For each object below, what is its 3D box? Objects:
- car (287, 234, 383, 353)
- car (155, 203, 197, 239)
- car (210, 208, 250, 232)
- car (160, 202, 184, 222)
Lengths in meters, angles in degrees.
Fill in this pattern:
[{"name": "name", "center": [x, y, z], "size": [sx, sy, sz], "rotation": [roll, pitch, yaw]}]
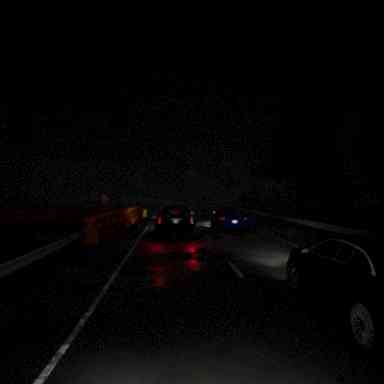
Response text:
[{"name": "car", "center": [3.284, 1.528, 6.205], "size": [2.128, 1.511, 4.902], "rotation": [0, 0, -2]}, {"name": "car", "center": [-0.946, 1.485, 18.446], "size": [2.097, 1.767, 4.553], "rotation": [0, 0, -4]}, {"name": "car", "center": [2.348, 1.709, 21.420], "size": [1.994, 1.385, 4.181], "rotation": [0, 0, -5]}, {"name": "car", "center": [-1.857, 1.688, 29.522], "size": [1.882, 1.535, 5.008], "rotation": [0, 0, -6]}]
